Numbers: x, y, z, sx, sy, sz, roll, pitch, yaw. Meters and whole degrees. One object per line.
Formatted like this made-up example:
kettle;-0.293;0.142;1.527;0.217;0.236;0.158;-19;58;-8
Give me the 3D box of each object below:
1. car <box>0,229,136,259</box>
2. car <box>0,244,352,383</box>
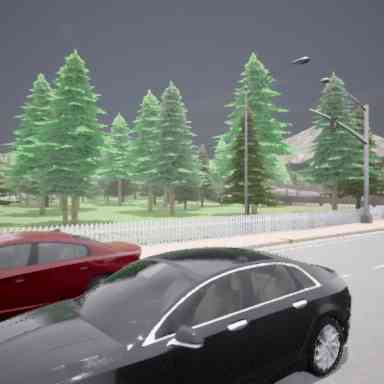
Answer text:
car;-3.275;1.477;5.955;5.008;1.535;1.882;0;0;-35
car;-0.011;1.504;3.979;4.892;1.490;1.837;0;0;-35
